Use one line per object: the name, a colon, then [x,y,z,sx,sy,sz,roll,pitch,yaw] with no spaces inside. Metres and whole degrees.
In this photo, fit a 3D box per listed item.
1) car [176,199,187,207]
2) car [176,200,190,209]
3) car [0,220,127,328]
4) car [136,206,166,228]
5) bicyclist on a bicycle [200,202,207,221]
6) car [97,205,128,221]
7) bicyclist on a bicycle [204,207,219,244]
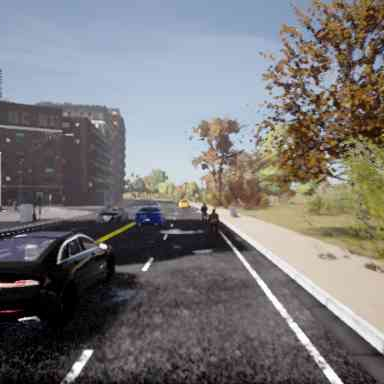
car: [-2.438,2.437,73.826,2.128,1.511,4.902,0,-1,-5]
car: [-1.413,2.241,61.655,1.882,1.535,5.008,0,-1,-4]
car: [-3.029,1.599,7.169,2.128,1.511,4.902,0,-1,1]
car: [-3.102,1.814,25.451,1.882,1.535,5.008,0,-1,-1]
bicyclist on a bicycle: [0.942,1.687,25.705,0.659,1.776,1.843,0,0,-1]
car: [-6.590,1.881,28.032,2.128,1.511,4.902,0,-1,-1]
bicyclist on a bicycle: [1.044,1.646,15.785,0.582,1.620,1.656,0,-1,0]
